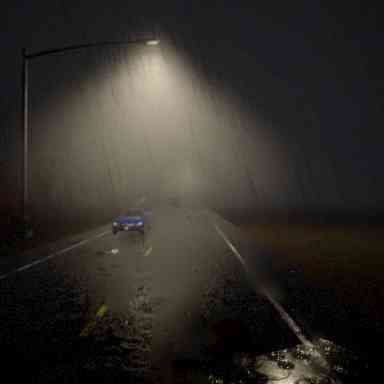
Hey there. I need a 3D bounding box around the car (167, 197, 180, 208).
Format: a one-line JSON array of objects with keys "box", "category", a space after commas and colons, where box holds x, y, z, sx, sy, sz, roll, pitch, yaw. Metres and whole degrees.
[{"box": [-3.510, 1.958, 62.828, 2.150, 2.045, 5.566, 0, -1, 0], "category": "car"}]

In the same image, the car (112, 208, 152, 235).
[{"box": [-3.597, 1.763, 20.630, 1.812, 1.442, 4.674, 0, -1, 0], "category": "car"}]
